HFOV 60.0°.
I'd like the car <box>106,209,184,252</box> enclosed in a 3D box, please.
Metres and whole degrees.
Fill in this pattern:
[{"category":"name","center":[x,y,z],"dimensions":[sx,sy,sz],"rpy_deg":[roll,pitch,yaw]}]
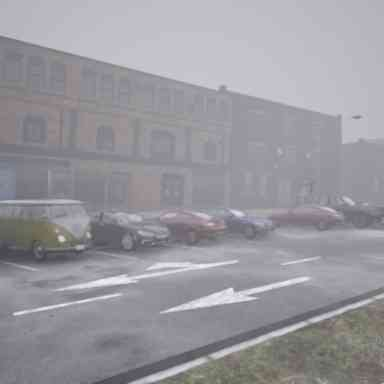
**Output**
[{"category":"car","center":[-3.065,1.479,13.878],"dimensions":[4.892,1.521,2.231],"rpy_deg":[-1,-1,35]}]

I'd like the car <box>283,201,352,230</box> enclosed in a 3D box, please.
[{"category":"car","center":[6.973,1.513,20.598],"dimensions":[4.674,1.452,2.002],"rpy_deg":[-1,-1,37]}]

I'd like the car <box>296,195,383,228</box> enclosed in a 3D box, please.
[{"category":"car","center":[9.532,1.220,22.239],"dimensions":[5.566,2.045,2.435],"rpy_deg":[-1,-1,37]}]

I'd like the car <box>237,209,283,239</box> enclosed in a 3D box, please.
[{"category":"car","center":[1.937,1.515,17.269],"dimensions":[4.674,1.452,2.002],"rpy_deg":[-1,-1,36]}]

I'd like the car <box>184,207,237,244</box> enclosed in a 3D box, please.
[{"category":"car","center":[-0.566,1.516,15.571],"dimensions":[4.674,1.452,2.002],"rpy_deg":[-1,-1,36]}]

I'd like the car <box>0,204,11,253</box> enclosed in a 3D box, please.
[{"category":"car","center":[-8.043,1.354,10.438],"dimensions":[4.553,1.767,2.185],"rpy_deg":[-1,-1,35]}]

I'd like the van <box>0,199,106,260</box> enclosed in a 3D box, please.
[{"category":"van","center":[-5.450,1.251,12.091],"dimensions":[4.442,1.987,1.878],"rpy_deg":[-1,-1,35]}]
